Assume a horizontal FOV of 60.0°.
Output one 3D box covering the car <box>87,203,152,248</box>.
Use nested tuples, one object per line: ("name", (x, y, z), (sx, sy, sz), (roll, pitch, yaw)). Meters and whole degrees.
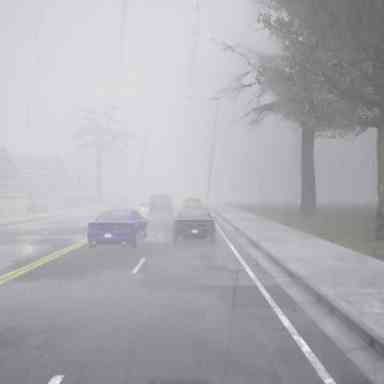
("car", (-3.146, 1.480, 14.934), (1.882, 1.535, 5.008), (0, 0, 0))

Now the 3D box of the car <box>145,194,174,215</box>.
("car", (-3.139, 1.226, 34.385), (2.150, 2.045, 5.566), (0, 0, 0))

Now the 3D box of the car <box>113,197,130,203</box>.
("car", (-9.820, 1.505, 46.390), (1.837, 1.490, 4.892), (0, 1, 0))

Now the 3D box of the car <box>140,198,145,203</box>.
("car", (-6.561, 1.565, 49.148), (1.994, 1.385, 4.181), (0, 0, 0))

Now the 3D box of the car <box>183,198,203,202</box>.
("car", (0.110, 1.356, 34.637), (2.097, 1.767, 4.553), (0, 0, 0))

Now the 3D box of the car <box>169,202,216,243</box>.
("car", (0.106, 1.481, 16.278), (1.882, 1.535, 5.008), (0, 0, 0))
